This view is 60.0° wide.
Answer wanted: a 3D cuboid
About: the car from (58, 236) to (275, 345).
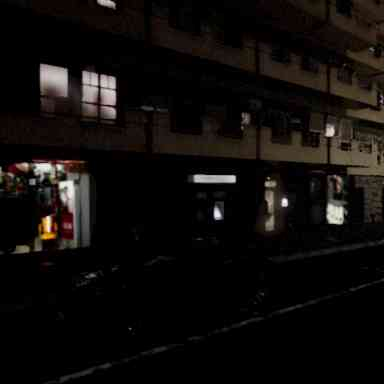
[{"bbox_3d":[-0.242,1.581,6.400,4.313,1.339,1.947,0,-1,-35],"label":"car"}]
